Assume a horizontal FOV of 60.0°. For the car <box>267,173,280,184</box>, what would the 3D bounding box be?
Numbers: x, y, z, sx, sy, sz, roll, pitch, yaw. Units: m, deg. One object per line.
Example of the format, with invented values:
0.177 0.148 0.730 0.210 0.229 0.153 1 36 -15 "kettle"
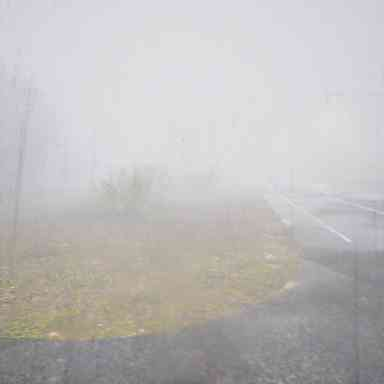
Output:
14.212 -2.120 57.819 1.837 1.490 4.892 -2 3 12 "car"
